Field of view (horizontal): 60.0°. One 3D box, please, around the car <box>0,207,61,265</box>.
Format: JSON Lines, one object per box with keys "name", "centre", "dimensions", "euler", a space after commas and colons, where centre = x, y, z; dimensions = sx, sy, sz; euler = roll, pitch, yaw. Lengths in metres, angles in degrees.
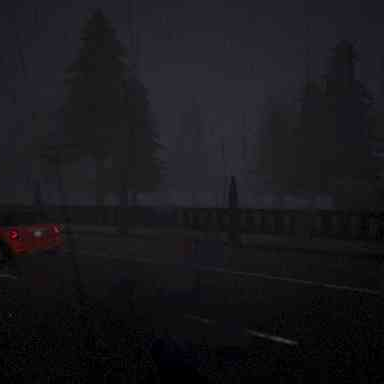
{"name": "car", "centre": [-6.936, 1.401, 11.983], "dimensions": [4.553, 1.767, 2.097], "euler": [0, 0, 29]}
